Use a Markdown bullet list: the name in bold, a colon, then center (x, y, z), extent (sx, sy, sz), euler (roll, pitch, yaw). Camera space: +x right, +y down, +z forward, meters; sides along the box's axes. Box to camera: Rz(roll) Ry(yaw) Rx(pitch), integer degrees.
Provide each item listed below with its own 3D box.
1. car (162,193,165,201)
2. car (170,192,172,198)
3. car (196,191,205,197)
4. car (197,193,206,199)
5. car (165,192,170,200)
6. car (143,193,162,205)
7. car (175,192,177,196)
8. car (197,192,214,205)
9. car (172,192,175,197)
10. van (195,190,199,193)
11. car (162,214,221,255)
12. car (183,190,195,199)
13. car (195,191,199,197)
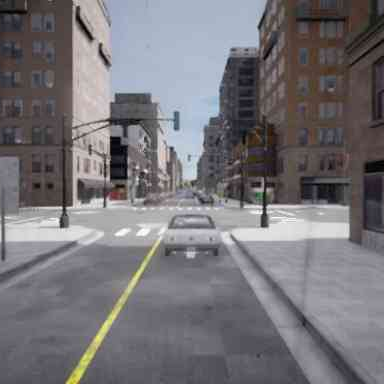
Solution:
- **car**: center (-5.867, 0.937, 53.349), extent (1.967, 1.590, 4.097), euler (0, 0, 0)
- **car**: center (-5.906, 0.910, 69.881), extent (2.008, 1.369, 4.403), euler (0, 0, 0)
- **car**: center (2.145, 1.030, 58.880), extent (1.802, 1.307, 4.206), euler (0, 0, 0)
- **car**: center (2.106, 0.865, 75.410), extent (2.008, 1.369, 4.403), euler (0, 0, 0)
- **car**: center (-5.893, 0.986, 64.371), extent (1.802, 1.307, 4.206), euler (0, 0, 0)
- **car**: center (-5.854, 0.985, 47.838), extent (1.967, 1.590, 4.097), euler (0, 1, 0)
- **car**: center (-5.957, 0.742, 91.923), extent (2.008, 1.369, 4.403), euler (0, 0, 0)
- **car**: center (2.171, 1.109, 47.857), extent (1.947, 1.339, 4.313), euler (0, 0, 0)
- **car**: center (-5.932, 0.714, 80.901), extent (1.967, 1.590, 4.097), euler (0, 0, 0)
- **van**: center (2.119, 0.699, 69.898), extent (1.690, 1.788, 3.998), euler (0, 0, 0)
- **car**: center (-0.001, 1.469, 12.583), extent (1.895, 1.301, 4.718), euler (0, 1, 0)
- **car**: center (-0.530, 0.850, 74.997), extent (2.033, 1.411, 5.357), euler (0, 0, 0)
- **car**: center (2.132, 0.969, 64.390), extent (1.947, 1.339, 4.313), euler (0, 0, 0)
